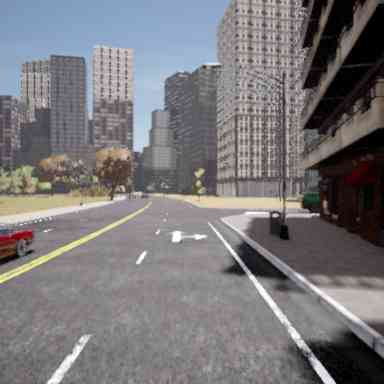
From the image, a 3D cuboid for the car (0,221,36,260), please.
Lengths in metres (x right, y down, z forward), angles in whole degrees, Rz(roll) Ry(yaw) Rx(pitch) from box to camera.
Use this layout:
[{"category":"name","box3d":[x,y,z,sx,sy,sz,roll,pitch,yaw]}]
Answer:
[{"category":"car","box3d":[-6.682,1.603,10.048,1.895,1.301,4.718,0,0,-1]}]

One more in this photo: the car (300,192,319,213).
[{"category":"car","box3d":[13.486,0.994,32.616,5.566,2.045,2.150,-1,0,12]}]

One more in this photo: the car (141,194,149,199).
[{"category":"car","box3d":[-12.048,1.086,85.582,1.994,1.385,4.181,0,0,-7]}]

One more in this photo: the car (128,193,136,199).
[{"category":"car","box3d":[-15.271,1.065,85.163,2.128,1.511,4.902,0,0,-7]}]
